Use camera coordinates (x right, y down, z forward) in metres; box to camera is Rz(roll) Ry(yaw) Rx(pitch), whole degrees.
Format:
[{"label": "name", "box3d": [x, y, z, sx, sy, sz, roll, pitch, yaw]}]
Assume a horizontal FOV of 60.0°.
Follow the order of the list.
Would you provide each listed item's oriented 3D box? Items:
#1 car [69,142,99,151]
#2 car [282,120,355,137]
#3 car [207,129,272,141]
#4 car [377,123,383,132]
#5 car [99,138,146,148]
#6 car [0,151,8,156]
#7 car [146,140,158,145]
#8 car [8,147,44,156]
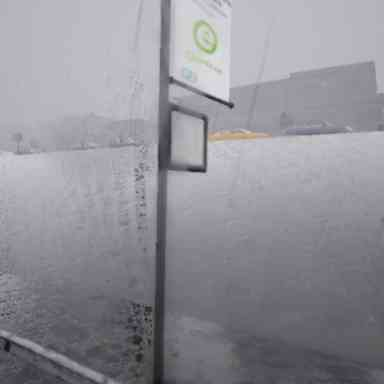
[{"label": "car", "box3d": [-10.386, -4.291, 33.678, 4.892, 1.521, 2.231, 1, 1, 34]}, {"label": "car", "box3d": [8.290, -3.884, 21.804, 4.553, 1.767, 2.185, 2, 1, 31]}, {"label": "car", "box3d": [3.536, -3.899, 24.621, 5.008, 1.535, 2.097, 2, 1, 32]}, {"label": "car", "box3d": [13.281, -3.584, 19.004, 4.792, 1.488, 2.163, 2, 1, 29]}, {"label": "car", "box3d": [-5.821, -4.174, 30.578, 4.892, 1.521, 2.231, 2, 1, 34]}, {"label": "car", "box3d": [-23.967, -4.562, 42.930, 4.674, 1.452, 2.002, 1, 1, 34]}, {"label": "car", "box3d": [-1.175, -3.999, 27.550, 4.674, 1.452, 2.002, 2, 1, 33]}, {"label": "car", "box3d": [-19.425, -4.625, 39.836, 4.553, 1.767, 2.185, 1, 1, 34]}]
